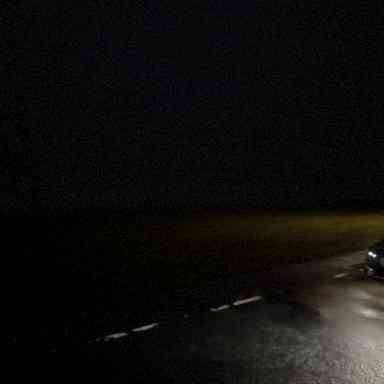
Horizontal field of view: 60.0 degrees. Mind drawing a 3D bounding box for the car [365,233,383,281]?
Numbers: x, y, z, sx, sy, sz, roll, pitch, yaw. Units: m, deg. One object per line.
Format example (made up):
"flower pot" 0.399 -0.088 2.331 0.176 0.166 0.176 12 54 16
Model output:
"car" 6.331 1.455 8.508 4.902 1.511 2.128 0 0 -35
